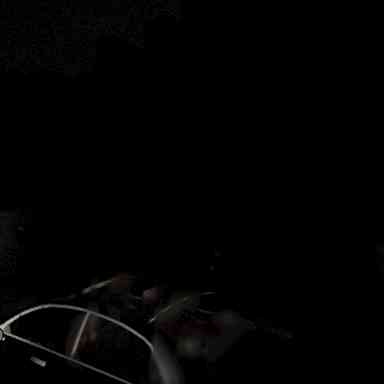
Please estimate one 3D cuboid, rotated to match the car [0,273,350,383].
[{"bbox_3d":[-0.772,1.551,3.343,4.403,1.369,2.008,0,1,35],"label":"car"}]
